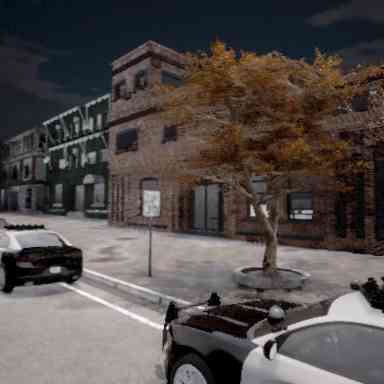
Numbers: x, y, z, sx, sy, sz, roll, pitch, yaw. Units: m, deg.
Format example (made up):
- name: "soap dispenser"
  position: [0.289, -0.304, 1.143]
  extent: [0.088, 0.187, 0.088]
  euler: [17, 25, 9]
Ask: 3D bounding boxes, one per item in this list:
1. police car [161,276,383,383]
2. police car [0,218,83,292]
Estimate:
- name: "police car"
  position: [1.704, 1.607, 2.984]
  extent: [1.930, 1.638, 5.238]
  euler: [4, -4, -44]
- name: "police car"
  position: [-5.198, 1.798, 10.218]
  extent: [1.930, 1.638, 5.238]
  euler: [4, -4, -44]
